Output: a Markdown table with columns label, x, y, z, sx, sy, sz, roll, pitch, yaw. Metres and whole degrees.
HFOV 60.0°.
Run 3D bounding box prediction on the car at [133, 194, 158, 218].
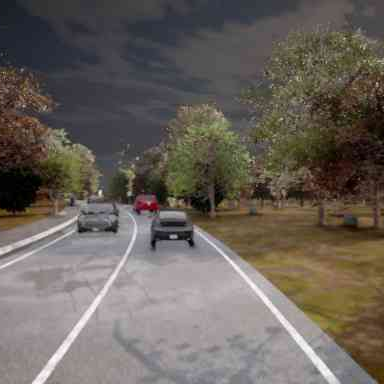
| label | x | y | z | sx | sy | sz | roll | pitch | yaw |
| --- | --- | --- | --- | --- | --- | --- | --- | --- | --- |
| car | -4.989 | 1.257 | 35.635 | 2.150 | 2.045 | 5.566 | 1 | 0 | -15 |

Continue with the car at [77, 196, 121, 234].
| label | x | y | z | sx | sy | sz | roll | pitch | yaw |
| --- | --- | --- | --- | --- | --- | --- | --- | --- | --- |
| car | -5.260 | 1.345 | 19.272 | 2.097 | 1.767 | 4.553 | 1 | 0 | -9 |

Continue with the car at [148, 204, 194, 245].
| label | x | y | z | sx | sy | sz | roll | pitch | yaw |
| --- | --- | --- | --- | --- | --- | --- | --- | --- | --- |
| car | -1.011 | 1.530 | 15.662 | 1.837 | 1.490 | 4.892 | 1 | 0 | -7 |
